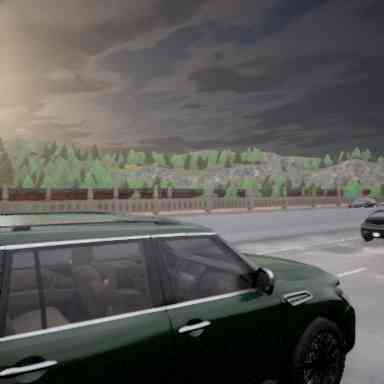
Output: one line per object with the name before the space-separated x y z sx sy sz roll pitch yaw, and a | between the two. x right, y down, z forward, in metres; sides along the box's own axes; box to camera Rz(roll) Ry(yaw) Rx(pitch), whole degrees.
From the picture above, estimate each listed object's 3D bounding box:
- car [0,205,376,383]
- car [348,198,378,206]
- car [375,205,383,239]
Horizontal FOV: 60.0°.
car | -0.673 1.224 3.292 5.566 2.045 2.150 0 0 -36
car | 21.467 1.522 41.734 4.892 1.490 1.837 0 0 -36
car | 9.555 1.510 15.182 4.892 1.490 1.837 0 0 -37
